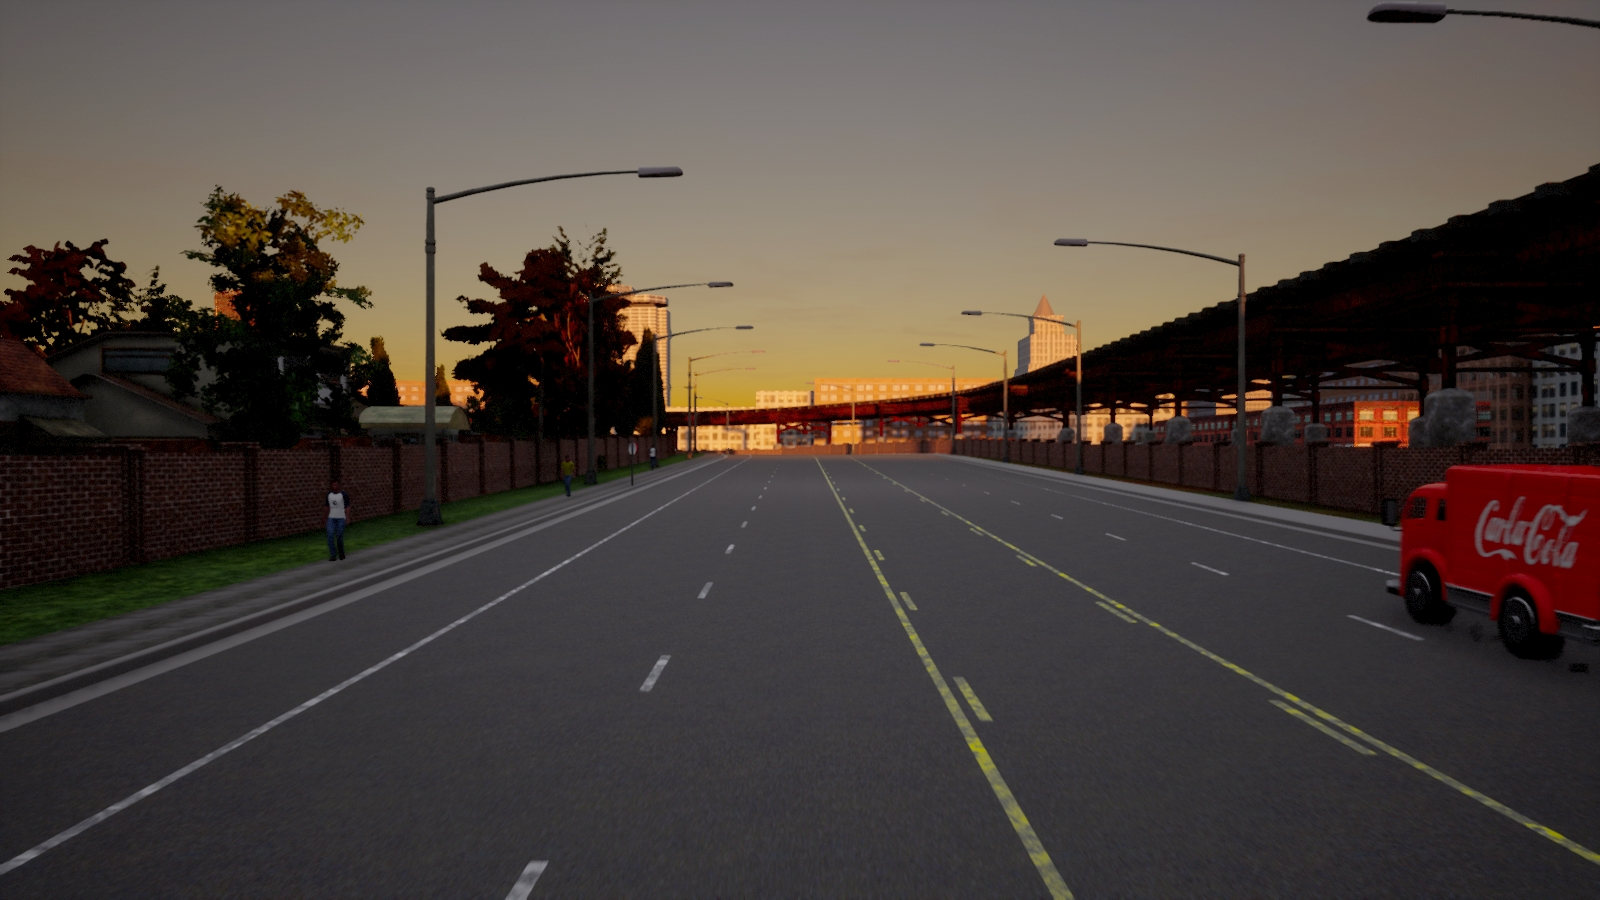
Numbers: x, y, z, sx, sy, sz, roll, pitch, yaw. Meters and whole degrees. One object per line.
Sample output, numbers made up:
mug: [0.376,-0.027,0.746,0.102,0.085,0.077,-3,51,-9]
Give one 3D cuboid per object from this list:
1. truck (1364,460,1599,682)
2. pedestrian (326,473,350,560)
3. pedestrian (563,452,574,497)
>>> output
truck: [10.503,1.444,15.981,2.627,2.467,5.204,0,1,0]
pedestrian: [-9.963,1.426,24.637,0.375,1.860,0.375,0,0,-2]
pedestrian: [-9.647,1.007,47.647,0.375,1.860,0.375,0,0,-1]
